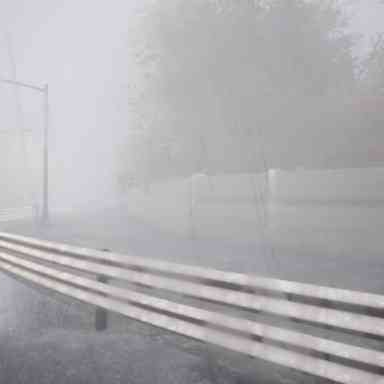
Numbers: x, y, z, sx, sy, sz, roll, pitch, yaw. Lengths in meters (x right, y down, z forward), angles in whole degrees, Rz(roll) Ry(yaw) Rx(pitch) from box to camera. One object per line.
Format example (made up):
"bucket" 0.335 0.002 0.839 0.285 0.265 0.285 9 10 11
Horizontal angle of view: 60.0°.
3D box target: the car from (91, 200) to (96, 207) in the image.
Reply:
"car" -22.518 2.414 73.294 2.128 1.511 4.902 0 -1 -7

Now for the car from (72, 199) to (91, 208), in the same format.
"car" -21.403 2.181 63.813 2.097 1.767 4.553 0 -1 -7
